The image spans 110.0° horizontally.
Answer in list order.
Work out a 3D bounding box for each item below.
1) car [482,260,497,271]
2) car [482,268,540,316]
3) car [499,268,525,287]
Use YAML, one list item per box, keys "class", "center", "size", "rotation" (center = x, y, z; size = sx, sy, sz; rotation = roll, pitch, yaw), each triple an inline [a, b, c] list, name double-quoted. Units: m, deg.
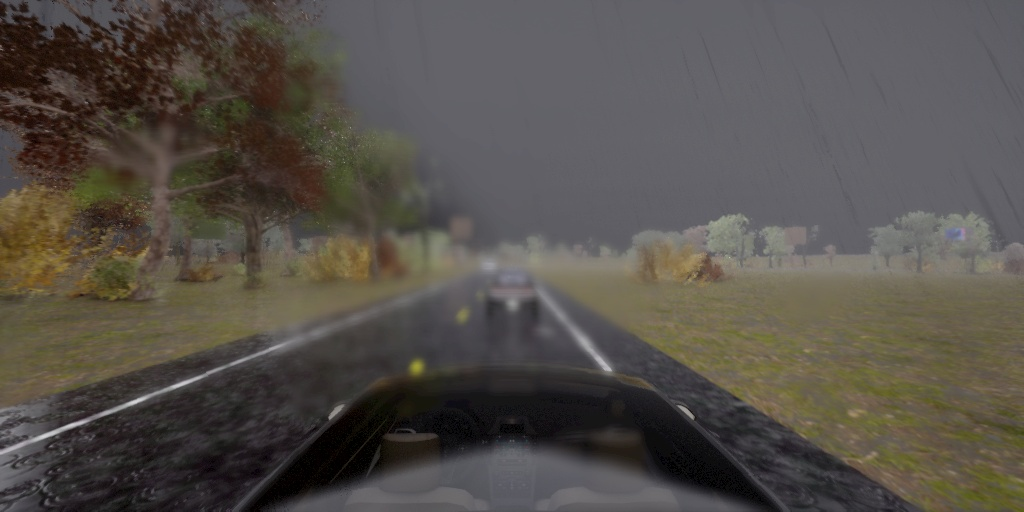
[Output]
- class: "car"
  center: [-3.556, 1.614, 58.346]
  size: [2.150, 2.045, 5.566]
  rotation: [0, -1, 1]
- class: "car"
  center: [0.047, 1.385, 14.027]
  size: [2.128, 1.511, 4.902]
  rotation: [0, -1, 0]
- class: "car"
  center: [0.043, 1.660, 28.435]
  size: [1.895, 1.301, 4.718]
  rotation: [0, -1, 1]
